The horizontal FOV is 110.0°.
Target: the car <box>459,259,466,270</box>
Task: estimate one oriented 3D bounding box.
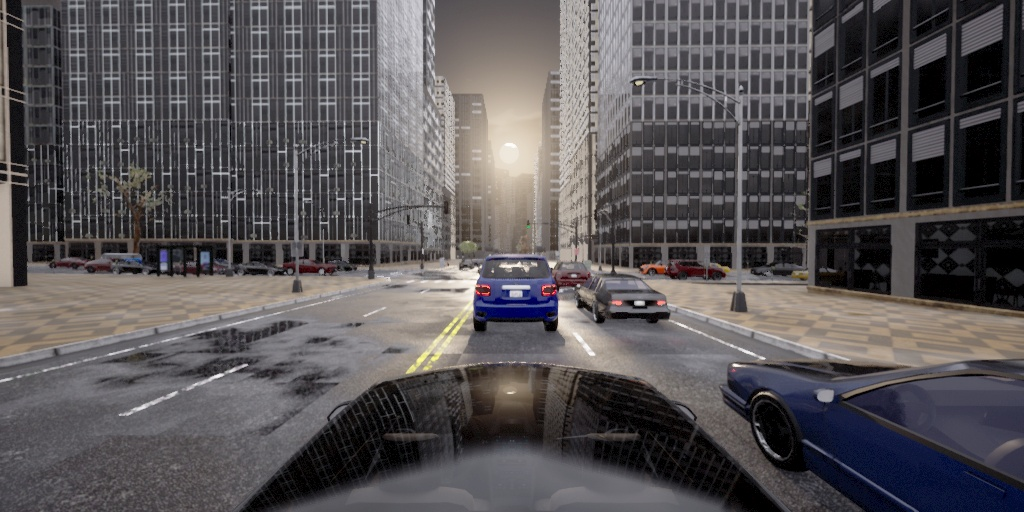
[{"bbox_3d":[-6.606,1.189,52.406,1.837,1.490,4.892,0,0,-1],"label":"car"}]

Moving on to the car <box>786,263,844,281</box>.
[{"bbox_3d":[27.639,1.560,31.807,4.829,1.417,1.751,0,0,1],"label":"car"}]

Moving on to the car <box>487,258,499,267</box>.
[{"bbox_3d":[-3.323,1.143,62.911,1.882,1.535,5.008,0,0,0],"label":"car"}]

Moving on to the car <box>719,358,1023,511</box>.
[{"bbox_3d":[3.350,1.297,1.764,2.033,1.411,5.357,0,0,1],"label":"car"}]

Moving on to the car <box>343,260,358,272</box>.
[{"bbox_3d":[-19.192,1.122,38.366,4.718,1.301,1.895,1,1,1],"label":"car"}]

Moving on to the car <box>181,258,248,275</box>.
[{"bbox_3d":[-29.272,0.975,35.370,4.902,1.511,2.128,1,1,1],"label":"car"}]

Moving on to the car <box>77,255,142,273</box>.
[{"bbox_3d":[-39.543,0.916,35.582,4.674,1.442,1.812,1,1,1],"label":"car"}]

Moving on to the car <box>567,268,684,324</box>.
[{"bbox_3d":[3.349,1.287,11.943,2.033,1.411,5.357,0,0,0],"label":"car"}]

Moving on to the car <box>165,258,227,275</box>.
[{"bbox_3d":[-28.419,1.119,32.662,4.207,1.307,1.802,0,0,1],"label":"car"}]

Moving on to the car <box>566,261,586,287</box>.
[{"bbox_3d":[3.347,1.079,21.484,2.097,1.767,4.553,0,0,0],"label":"car"}]

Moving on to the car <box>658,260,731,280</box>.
[{"bbox_3d":[16.190,1.250,32.004,5.009,1.841,2.192,0,0,1],"label":"car"}]

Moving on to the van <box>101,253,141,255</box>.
[{"bbox_3d":[-45.291,0.581,41.494,3.998,1.789,1.690,0,0,1],"label":"van"}]

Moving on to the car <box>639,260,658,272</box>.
[{"bbox_3d":[15.777,1.186,37.809,4.553,1.767,2.097,0,1,-1],"label":"car"}]

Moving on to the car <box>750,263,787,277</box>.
[{"bbox_3d":[27.702,1.444,37.581,4.892,1.490,1.837,0,1,1],"label":"car"}]

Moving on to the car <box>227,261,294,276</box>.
[{"bbox_3d":[-22.735,1.155,32.529,4.313,1.339,1.948,0,0,1],"label":"car"}]

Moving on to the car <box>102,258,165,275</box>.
[{"bbox_3d":[-34.099,1.050,32.835,4.313,1.339,1.948,0,0,1],"label":"car"}]

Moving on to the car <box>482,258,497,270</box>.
[{"bbox_3d":[-3.340,1.160,53.298,1.882,1.535,5.008,0,0,0],"label":"car"}]

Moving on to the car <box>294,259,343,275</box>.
[{"bbox_3d":[-19.769,1.048,35.176,5.008,1.535,1.882,1,1,0],"label":"car"}]

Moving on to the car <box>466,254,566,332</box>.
[{"bbox_3d":[0.096,0.962,10.940,2.150,2.045,5.566,0,0,0],"label":"car"}]
